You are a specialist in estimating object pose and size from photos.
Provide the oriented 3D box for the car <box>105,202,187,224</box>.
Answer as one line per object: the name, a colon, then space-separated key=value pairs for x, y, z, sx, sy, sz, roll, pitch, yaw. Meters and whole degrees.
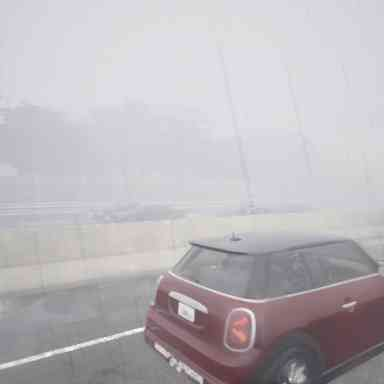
car: x=-2.964 y=1.554 z=23.234 sx=5.357 sy=1.411 sz=2.033 roll=0 pitch=0 yaw=-35

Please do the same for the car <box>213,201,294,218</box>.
car: x=3.316 y=1.502 z=19.222 sx=4.902 sy=1.511 sz=2.128 roll=0 pitch=0 yaw=-35

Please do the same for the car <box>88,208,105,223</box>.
car: x=-5.292 y=1.497 z=25.076 sx=4.902 sy=1.511 sz=2.128 roll=0 pitch=0 yaw=-38

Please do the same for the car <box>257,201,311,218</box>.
car: x=8.872 y=1.577 z=31.722 sx=5.357 sy=1.411 sz=2.033 roll=0 pitch=0 yaw=-35

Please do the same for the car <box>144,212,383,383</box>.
car: x=1.666 y=1.354 z=4.929 sx=4.553 sy=1.767 sz=2.097 roll=0 pitch=0 yaw=-35

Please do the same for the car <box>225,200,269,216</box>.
car: x=5.563 y=1.589 z=33.491 sx=4.181 sy=1.385 sz=1.994 roll=0 pitch=0 yaw=-37

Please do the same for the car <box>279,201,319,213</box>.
car: x=8.085 y=1.625 z=26.883 sx=4.718 sy=1.301 sz=1.895 roll=0 pitch=0 yaw=-35
